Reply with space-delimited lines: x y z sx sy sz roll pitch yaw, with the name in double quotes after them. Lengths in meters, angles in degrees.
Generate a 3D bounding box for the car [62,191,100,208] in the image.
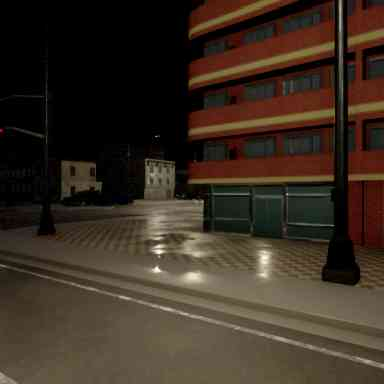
-14.533 0.932 44.437 2.150 2.045 5.566 0 1 36 "car"

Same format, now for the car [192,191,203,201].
2.635 0.818 61.537 1.812 1.442 4.674 0 1 37 "car"

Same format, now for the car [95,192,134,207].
-10.034 1.138 44.623 1.882 1.535 5.008 0 1 37 "car"

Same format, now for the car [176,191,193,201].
-0.983 0.662 62.558 2.097 1.767 4.553 0 1 37 "car"
